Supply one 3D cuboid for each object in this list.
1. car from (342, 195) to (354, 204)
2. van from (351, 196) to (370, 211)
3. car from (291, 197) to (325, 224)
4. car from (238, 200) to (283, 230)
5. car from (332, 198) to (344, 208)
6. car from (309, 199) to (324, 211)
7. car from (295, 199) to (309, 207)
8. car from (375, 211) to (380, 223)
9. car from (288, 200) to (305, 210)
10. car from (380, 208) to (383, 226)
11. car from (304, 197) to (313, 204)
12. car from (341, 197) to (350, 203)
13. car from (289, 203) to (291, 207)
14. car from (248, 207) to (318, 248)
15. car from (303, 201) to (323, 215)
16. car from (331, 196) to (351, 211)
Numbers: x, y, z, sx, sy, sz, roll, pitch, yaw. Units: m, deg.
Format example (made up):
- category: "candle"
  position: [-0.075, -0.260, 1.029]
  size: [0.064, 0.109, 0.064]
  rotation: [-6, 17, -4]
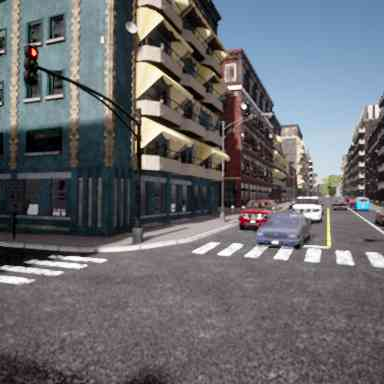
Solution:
- category: "car"
  position: [35.422, 1.741, 75.611]
  size: [2.192, 1.841, 5.009]
  rotation: [1, 0, 22]
- category: "van"
  position: [22.805, 1.623, 44.659]
  size: [1.690, 1.788, 3.998]
  rotation: [1, 0, 22]
- category: "car"
  position: [9.488, 1.397, 27.314]
  size: [2.150, 2.045, 5.566]
  rotation: [0, -1, 22]
- category: "car"
  position: [4.547, 1.451, 22.063]
  size: [2.192, 1.841, 5.009]
  rotation: [1, 0, 22]
- category: "car"
  position: [24.667, 1.848, 56.392]
  size: [1.812, 1.442, 4.674]
  rotation: [0, 0, 22]
- category: "car"
  position: [17.699, 1.770, 47.243]
  size: [1.837, 1.490, 4.892]
  rotation: [0, 0, 22]
- category: "car"
  position: [19.261, 1.868, 58.176]
  size: [1.947, 1.339, 4.313]
  rotation: [1, 0, 22]
- category: "car"
  position: [14.390, 1.768, 24.023]
  size: [1.802, 1.307, 4.206]
  rotation: [1, 0, 22]
- category: "car"
  position: [15.056, 1.821, 47.859]
  size: [1.947, 1.339, 4.313]
  rotation: [1, 0, 22]
- category: "car"
  position: [12.287, 1.729, 18.864]
  size: [1.947, 1.339, 4.313]
  rotation: [1, 0, 22]
- category: "car"
  position: [27.673, 1.943, 78.813]
  size: [1.887, 1.381, 4.507]
  rotation: [1, 0, 22]
- category: "car"
  position: [39.688, 2.000, 86.087]
  size: [1.752, 1.417, 4.829]
  rotation: [1, 0, 22]
- category: "car"
  position: [6.645, 1.704, 27.223]
  size: [1.887, 1.381, 4.507]
  rotation: [1, 0, 22]
- category: "car"
  position: [4.561, 1.670, 15.934]
  size: [2.033, 1.411, 5.357]
  rotation: [0, 0, 26]
- category: "car"
  position: [13.697, 1.784, 37.453]
  size: [1.994, 1.385, 4.181]
  rotation: [0, 0, 22]
- category: "car"
  position: [20.748, 1.769, 46.778]
  size: [2.128, 1.511, 4.902]
  rotation: [0, 0, 22]
